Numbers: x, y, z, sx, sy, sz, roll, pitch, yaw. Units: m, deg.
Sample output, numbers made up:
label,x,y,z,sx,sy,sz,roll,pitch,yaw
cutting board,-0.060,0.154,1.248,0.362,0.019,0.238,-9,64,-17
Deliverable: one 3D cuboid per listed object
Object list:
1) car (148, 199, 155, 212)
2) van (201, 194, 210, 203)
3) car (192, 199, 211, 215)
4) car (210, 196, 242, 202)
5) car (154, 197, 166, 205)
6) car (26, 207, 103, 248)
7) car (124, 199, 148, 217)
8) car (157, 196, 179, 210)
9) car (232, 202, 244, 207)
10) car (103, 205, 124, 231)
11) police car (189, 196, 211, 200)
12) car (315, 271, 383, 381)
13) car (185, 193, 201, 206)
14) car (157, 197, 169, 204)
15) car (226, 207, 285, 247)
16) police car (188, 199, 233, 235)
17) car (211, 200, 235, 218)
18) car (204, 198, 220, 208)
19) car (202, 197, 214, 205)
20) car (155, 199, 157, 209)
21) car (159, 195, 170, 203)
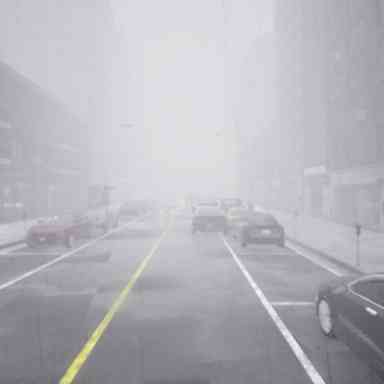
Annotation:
label,x,y,z,sx,sy,sz,roll,pitch,yaw
car,-5.667,1.592,36.943,1.947,1.339,4.313,0,0,0
van,2.860,1.388,70.099,1.690,1.788,3.998,0,0,0
car,0.900,1.530,34.767,1.837,1.490,4.892,0,0,0
car,2.859,1.334,25.910,2.192,1.841,5.009,0,0,0
car,-5.667,1.622,59.044,1.802,1.307,4.206,0,0,0
car,-5.667,1.556,14.843,1.887,1.381,4.507,0,0,0
car,-5.667,1.567,31.418,1.887,1.381,4.507,0,0,0
car,-3.083,1.555,42.700,1.812,1.442,4.674,0,0,0
car,2.859,1.541,20.556,1.752,1.417,4.829,0,0,0
car,-5.667,1.597,20.368,1.802,1.307,4.206,0,0,0
police car,0.900,1.446,28.877,1.930,1.638,5.238,0,0,0
car,2.859,1.554,3.816,2.008,1.369,4.403,0,0,0
car,0.001,1.259,55.307,2.150,2.045,5.566,0,0,0
car,-5.667,1.609,64.569,1.947,1.339,4.313,0,0,0
car,2.859,1.577,14.863,1.947,1.339,4.313,0,0,0
police car,0.900,1.440,18.877,1.930,1.638,5.238,0,0,0
car,2.859,1.548,31.604,1.752,1.417,4.829,0,0,0
car,2.859,1.583,48.004,2.008,1.369,4.403,0,0,0
car,2.859,1.606,59.052,1.947,1.339,4.313,0,0,0
car,-5.667,1.595,42.468,1.947,1.339,4.313,0,0,0
car,-5.667,1.487,70.094,1.967,1.590,4.097,0,0,0
